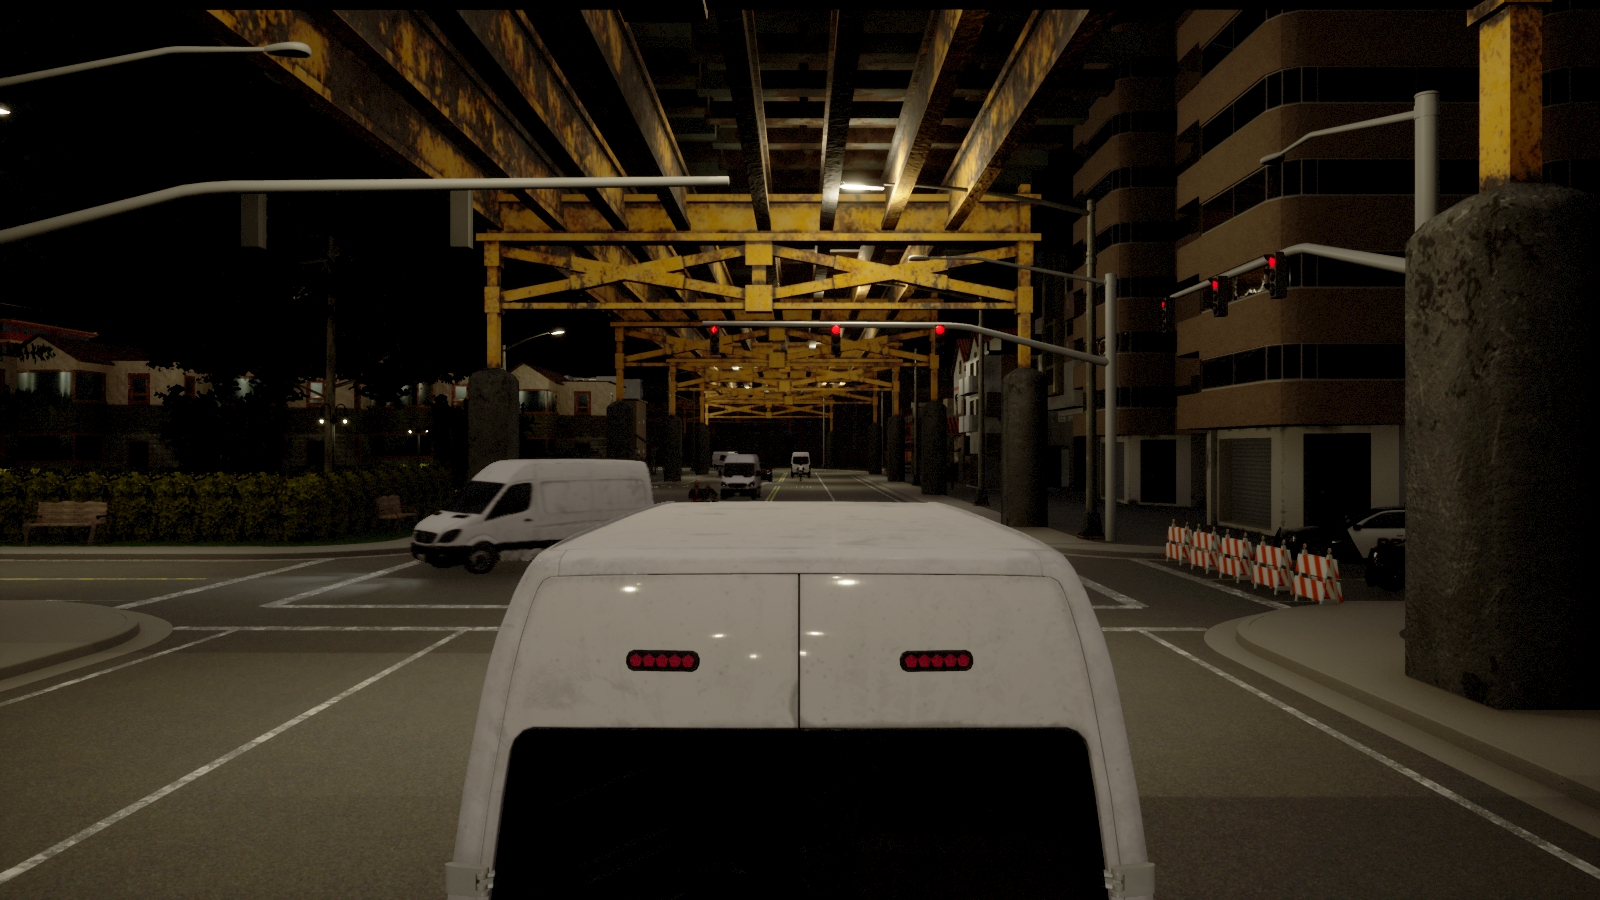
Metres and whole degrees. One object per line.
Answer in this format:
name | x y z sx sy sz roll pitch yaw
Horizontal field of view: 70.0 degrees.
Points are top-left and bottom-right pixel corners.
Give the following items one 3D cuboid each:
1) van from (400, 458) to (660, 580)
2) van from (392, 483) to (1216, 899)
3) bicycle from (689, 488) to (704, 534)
van | -6.379 1.522 27.651 5.915 2.561 1.988 0 1 -44
van | 0.015 1.531 5.717 1.988 2.561 5.915 0 0 0
bicycle | -3.464 2.029 38.213 0.329 1.496 1.835 0 -1 0
